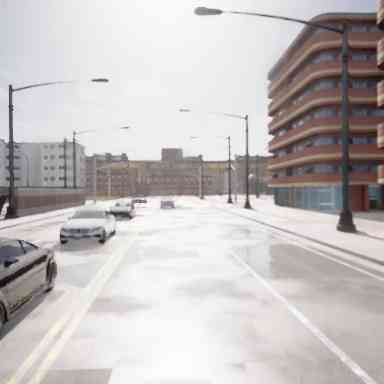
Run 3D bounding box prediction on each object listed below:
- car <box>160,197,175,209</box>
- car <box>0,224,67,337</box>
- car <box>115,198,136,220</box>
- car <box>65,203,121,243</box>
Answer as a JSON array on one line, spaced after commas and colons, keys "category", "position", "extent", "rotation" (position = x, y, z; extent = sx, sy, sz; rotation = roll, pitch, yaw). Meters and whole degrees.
[{"category": "car", "position": [-3.176, 1.367, 42.607], "extent": [2.033, 1.411, 5.357], "rotation": [0, 0, -4]}, {"category": "car", "position": [-3.974, 1.566, 6.028], "extent": [1.994, 1.385, 4.181], "rotation": [0, 0, -5]}, {"category": "car", "position": [-5.686, 1.459, 27.639], "extent": [2.033, 1.411, 5.357], "rotation": [0, 0, -4]}, {"category": "car", "position": [-4.757, 1.487, 15.802], "extent": [1.812, 1.442, 4.674], "rotation": [0, 0, -4]}]
